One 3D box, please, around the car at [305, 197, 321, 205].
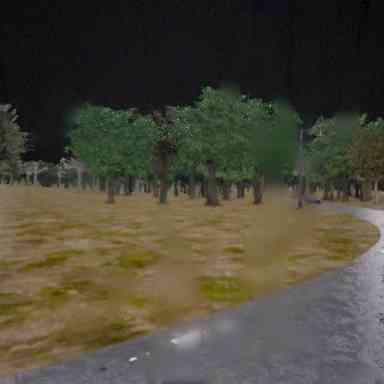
[{"bbox_3d":[21.154,1.583,58.036,1.895,1.301,4.718,1,0,8],"label":"car"}]
